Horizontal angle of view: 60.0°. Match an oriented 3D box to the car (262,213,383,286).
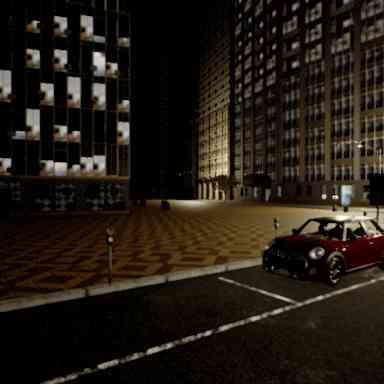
[{"bbox_3d":[3.847,1.430,9.303,4.097,1.590,1.967,0,0,-36],"label":"car"}]
